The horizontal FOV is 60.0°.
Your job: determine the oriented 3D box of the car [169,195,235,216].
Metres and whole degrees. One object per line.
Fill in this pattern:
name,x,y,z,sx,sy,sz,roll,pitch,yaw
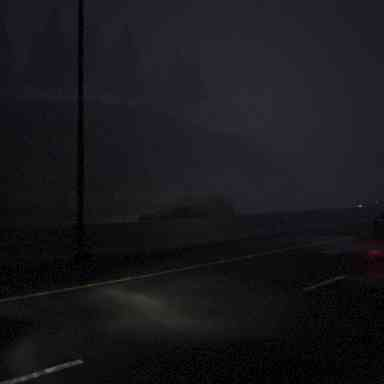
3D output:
car,1.170,1.321,27.384,5.566,2.045,2.150,0,0,-41

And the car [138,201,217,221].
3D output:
car,-1.041,1.550,20.868,5.008,1.535,1.882,0,0,-41

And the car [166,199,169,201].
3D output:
car,-1.031,1.328,30.104,5.566,2.045,2.150,0,0,-41

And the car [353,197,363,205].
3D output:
car,32.420,1.731,63.358,5.008,1.535,1.882,0,0,-41

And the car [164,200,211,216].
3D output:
car,-0.415,1.630,35.250,4.892,1.490,1.837,1,-1,-41

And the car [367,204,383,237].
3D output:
car,11.136,1.563,17.248,4.902,1.511,2.128,0,0,-40

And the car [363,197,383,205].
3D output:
car,32.740,1.740,59.024,4.892,1.490,1.837,0,0,-40
